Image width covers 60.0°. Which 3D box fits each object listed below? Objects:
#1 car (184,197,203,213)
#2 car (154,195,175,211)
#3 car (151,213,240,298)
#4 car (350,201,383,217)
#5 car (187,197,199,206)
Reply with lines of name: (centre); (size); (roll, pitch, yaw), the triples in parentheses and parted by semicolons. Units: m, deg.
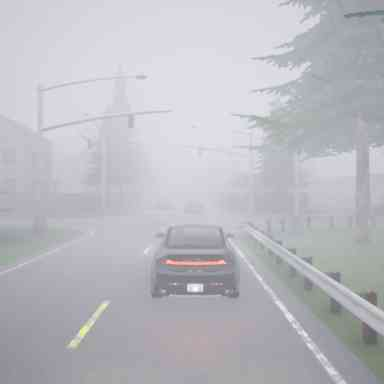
car: (0.142, 1.560, 35.757); (1.994, 1.385, 4.181); (0, 0, 1)
car: (-3.527, 1.501, 41.697); (1.837, 1.490, 4.892); (0, 0, 0)
car: (0.078, 1.504, 8.504); (1.837, 1.490, 4.892); (0, 0, 0)
car: (15.326, 1.487, 26.714); (4.892, 1.490, 1.837); (0, 0, 0)
car: (0.190, 1.542, 57.288); (2.033, 1.411, 5.357); (0, 0, 0)
